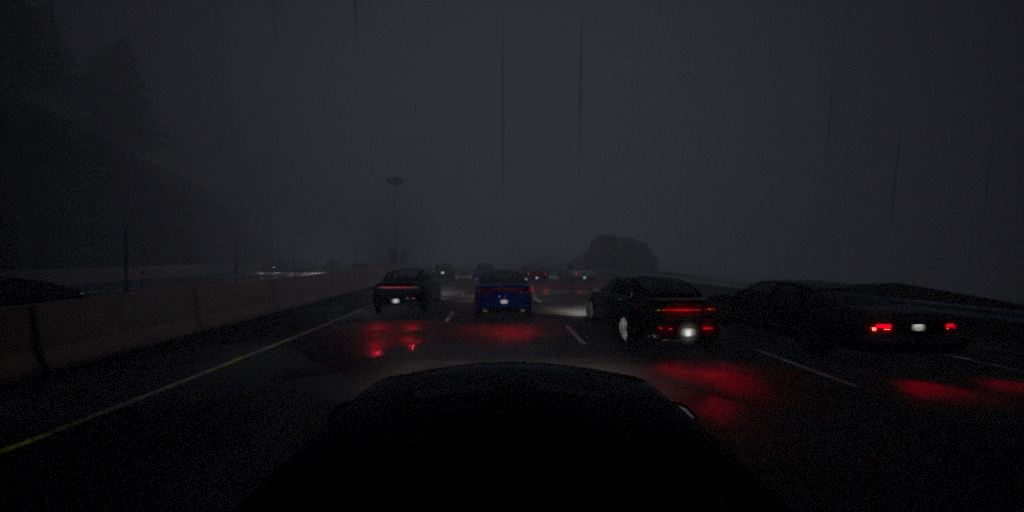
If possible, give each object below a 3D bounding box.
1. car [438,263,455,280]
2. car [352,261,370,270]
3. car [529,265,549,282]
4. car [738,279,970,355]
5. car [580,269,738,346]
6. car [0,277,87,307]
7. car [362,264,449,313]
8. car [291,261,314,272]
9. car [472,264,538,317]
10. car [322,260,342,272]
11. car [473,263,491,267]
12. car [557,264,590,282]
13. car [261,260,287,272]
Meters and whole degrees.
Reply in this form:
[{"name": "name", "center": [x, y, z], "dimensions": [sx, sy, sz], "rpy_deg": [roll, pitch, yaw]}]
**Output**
[{"name": "car", "center": [-5.898, 1.319, 30.853], "dimensions": [1.994, 1.385, 4.181], "rpy_deg": [0, 0, -9]}, {"name": "car", "center": [-21.185, 1.393, 50.251], "dimensions": [1.895, 1.301, 4.718], "rpy_deg": [0, 0, -16]}, {"name": "car", "center": [1.533, 1.334, 28.741], "dimensions": [1.895, 1.301, 4.718], "rpy_deg": [0, 0, -8]}, {"name": "car", "center": [6.900, 1.274, 8.672], "dimensions": [2.033, 1.411, 5.357], "rpy_deg": [0, 0, -2]}, {"name": "car", "center": [3.338, 1.241, 9.380], "dimensions": [1.837, 1.490, 4.892], "rpy_deg": [0, 0, -2]}, {"name": "car", "center": [-14.366, 1.316, 9.464], "dimensions": [1.812, 1.442, 4.674], "rpy_deg": [0, 0, -3]}, {"name": "car", "center": [-3.934, 1.248, 14.067], "dimensions": [2.128, 1.511, 4.902], "rpy_deg": [0, 0, -4]}, {"name": "car", "center": [-27.734, 1.339, 47.664], "dimensions": [1.812, 1.442, 4.674], "rpy_deg": [0, 0, -16]}, {"name": "car", "center": [-0.379, 1.224, 13.294], "dimensions": [1.882, 1.535, 5.008], "rpy_deg": [0, 0, -3]}, {"name": "car", "center": [-24.454, 1.294, 48.910], "dimensions": [2.128, 1.511, 4.902], "rpy_deg": [0, 0, -16]}, {"name": "car", "center": [-2.353, 1.308, 30.830], "dimensions": [1.994, 1.385, 4.181], "rpy_deg": [0, 0, -9]}, {"name": "car", "center": [5.065, 1.323, 28.762], "dimensions": [1.895, 1.301, 4.718], "rpy_deg": [0, 0, -8]}, {"name": "car", "center": [-31.230, 1.329, 47.177], "dimensions": [1.837, 1.490, 4.892], "rpy_deg": [0, 0, -16]}]
